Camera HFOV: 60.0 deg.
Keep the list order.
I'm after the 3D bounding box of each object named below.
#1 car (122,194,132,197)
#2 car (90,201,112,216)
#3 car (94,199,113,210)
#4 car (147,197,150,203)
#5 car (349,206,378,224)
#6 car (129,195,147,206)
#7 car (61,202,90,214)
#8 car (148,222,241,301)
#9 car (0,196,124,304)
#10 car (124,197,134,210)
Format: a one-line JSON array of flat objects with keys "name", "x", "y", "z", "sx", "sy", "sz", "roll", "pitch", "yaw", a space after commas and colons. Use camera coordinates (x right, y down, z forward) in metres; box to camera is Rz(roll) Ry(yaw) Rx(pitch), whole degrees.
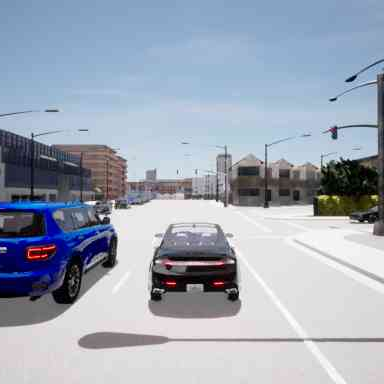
[{"name": "car", "x": -14.112, "y": 1.707, "z": 67.042, "sx": 2.097, "sy": 1.767, "sz": 4.553, "roll": 0, "pitch": 1, "yaw": 0}, {"name": "car", "x": -10.047, "y": 1.798, "z": 37.006, "sx": 1.837, "sy": 1.490, "sz": 4.892, "roll": -1, "pitch": -1, "yaw": -10}, {"name": "car", "x": -14.175, "y": 1.938, "z": 53.654, "sx": 1.837, "sy": 1.490, "sz": 4.892, "roll": 0, "pitch": 0, "yaw": 0}, {"name": "car", "x": -10.618, "y": 1.763, "z": 75.278, "sx": 2.128, "sy": 1.511, "sz": 4.902, "roll": 0, "pitch": 1, "yaw": 0}, {"name": "car", "x": 15.061, "y": 1.686, "z": 25.499, "sx": 5.357, "sy": 1.411, "sz": 2.033, "roll": 0, "pitch": -1, "yaw": 0}, {"name": "car", "x": -10.633, "y": 1.928, "z": 64.955, "sx": 2.033, "sy": 1.411, "sz": 5.357, "roll": 0, "pitch": 1, "yaw": 0}, {"name": "car", "x": -14.161, "y": 1.928, "z": 40.596, "sx": 1.895, "sy": 1.301, "sz": 4.718, "roll": 0, "pitch": 0, "yaw": 0}, {"name": "car", "x": 0.055, "y": 1.506, "z": 8.365, "sx": 2.128, "sy": 1.511, "sz": 4.902, "roll": 0, "pitch": 0, "yaw": 0}, {"name": "car", "x": -3.446, "y": 1.239, "z": 8.320, "sx": 2.150, "sy": 2.045, "sz": 5.566, "roll": 0, "pitch": 0, "yaw": 0}, {"name": "car", "x": -10.673, "y": 1.926, "z": 51.530, "sx": 1.837, "sy": 1.490, "sz": 4.892, "roll": 0, "pitch": -1, "yaw": 0}]
